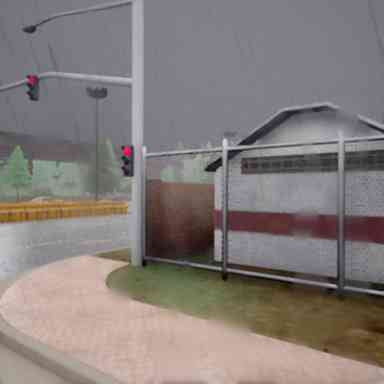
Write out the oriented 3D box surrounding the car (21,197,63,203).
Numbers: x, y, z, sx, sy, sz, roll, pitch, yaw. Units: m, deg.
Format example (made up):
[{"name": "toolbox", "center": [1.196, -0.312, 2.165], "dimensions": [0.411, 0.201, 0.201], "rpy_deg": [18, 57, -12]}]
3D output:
[{"name": "car", "center": [-17.382, 1.328, 38.424], "dimensions": [1.882, 1.535, 5.008], "rpy_deg": [0, 0, 34]}]
